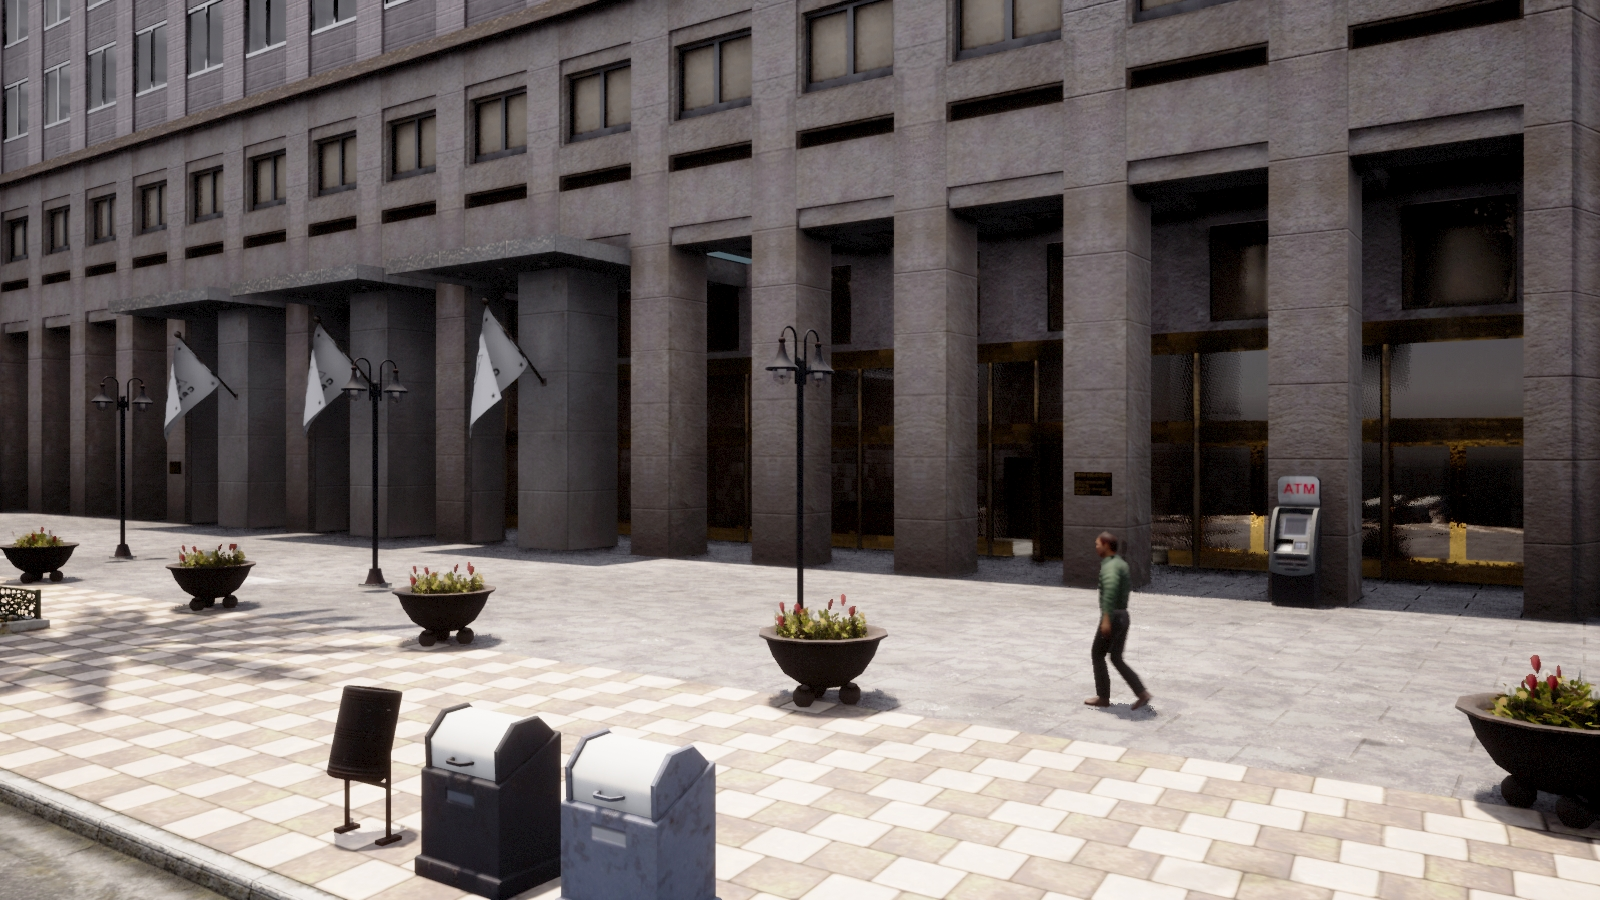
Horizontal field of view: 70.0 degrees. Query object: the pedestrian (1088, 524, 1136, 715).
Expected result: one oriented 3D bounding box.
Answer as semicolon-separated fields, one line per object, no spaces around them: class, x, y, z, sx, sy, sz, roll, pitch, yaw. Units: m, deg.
pedestrian;3.168;1.699;11.605;0.375;1.860;0.375;0;0;34
